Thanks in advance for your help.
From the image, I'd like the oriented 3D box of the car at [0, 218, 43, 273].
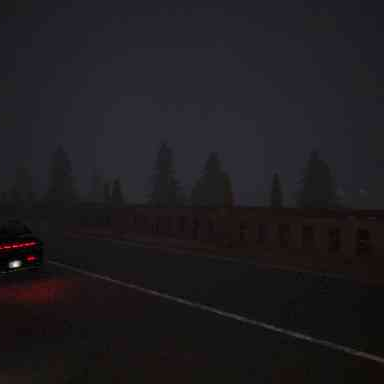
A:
[{"bbox_3d":[-6.067,1.520,9.684,4.892,1.490,1.837,-1,1,42],"label":"car"}]
